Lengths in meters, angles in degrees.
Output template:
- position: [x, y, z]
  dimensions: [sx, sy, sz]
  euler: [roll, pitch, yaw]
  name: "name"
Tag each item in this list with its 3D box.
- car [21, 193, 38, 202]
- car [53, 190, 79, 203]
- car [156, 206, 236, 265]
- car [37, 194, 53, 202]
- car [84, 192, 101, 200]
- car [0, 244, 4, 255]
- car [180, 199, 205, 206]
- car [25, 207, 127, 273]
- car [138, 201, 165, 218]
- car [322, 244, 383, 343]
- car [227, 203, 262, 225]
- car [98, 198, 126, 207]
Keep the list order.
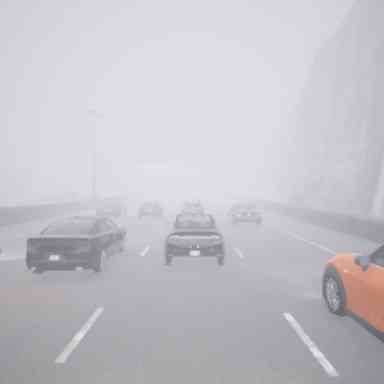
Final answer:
- position: [-28.098, 0.939, 58.550]
  dimensions: [1.882, 1.535, 5.008]
  euler: [0, 1, 0]
  name: "car"
- position: [-21.117, 0.714, 56.762]
  dimensions: [2.150, 2.045, 5.566]
  euler: [0, 1, 1]
  name: "car"
- position: [0.082, 1.480, 11.678]
  dimensions: [2.128, 1.511, 4.902]
  euler: [0, 0, 0]
  name: "car"
- position: [-24.598, 1.003, 58.699]
  dimensions: [2.033, 1.411, 5.357]
  euler: [0, 1, 0]
  name: "car"
- position: [-17.619, 0.798, 59.025]
  dimensions: [2.097, 1.767, 4.553]
  euler: [0, 1, 0]
  name: "car"
- position: [-6.912, 1.549, 8.084]
  dimensions: [2.033, 1.411, 5.357]
  euler: [0, 0, 0]
  name: "car"
- position: [0.057, 1.379, 28.471]
  dimensions: [2.128, 1.511, 4.902]
  euler: [0, 1, 0]
  name: "car"
- position: [-3.417, 1.471, 10.728]
  dimensions: [1.882, 1.535, 5.008]
  euler: [0, 0, 0]
  name: "car"
- position: [-3.444, 1.449, 28.947]
  dimensions: [1.994, 1.385, 4.181]
  euler: [0, 1, 0]
  name: "car"
- position: [3.584, 1.351, 4.664]
  dimensions: [2.097, 1.767, 4.553]
  euler: [0, 0, 0]
  name: "car"
- position: [3.565, 1.477, 23.255]
  dimensions: [2.033, 1.411, 5.357]
  euler: [0, 0, 0]
  name: "car"
- position: [-6.944, 1.450, 29.041]
  dimensions: [1.994, 1.385, 4.181]
  euler: [0, 1, 0]
  name: "car"
